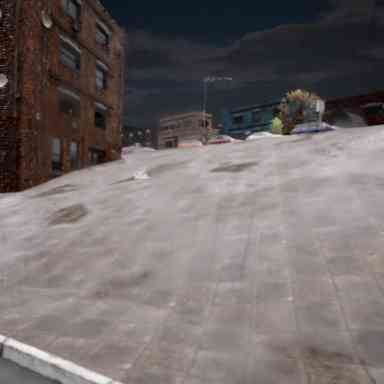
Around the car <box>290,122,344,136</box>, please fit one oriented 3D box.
[{"bbox_3d":[10.374,-4.931,27.345,2.185,1.767,4.553,1,2,-38],"label":"car"}]

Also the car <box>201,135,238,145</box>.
[{"bbox_3d":[3.558,-5.349,36.184,2.185,1.767,4.553,1,2,-38],"label":"car"}]

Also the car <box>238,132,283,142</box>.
[{"bbox_3d":[7.017,-4.971,31.696,2.002,1.452,4.674,1,2,-38],"label":"car"}]

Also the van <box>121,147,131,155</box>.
[{"bbox_3d":[-9.827,-6.230,53.540,1.878,1.987,4.442,1,2,-38],"label":"van"}]

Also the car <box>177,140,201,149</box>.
[{"bbox_3d":[0.189,-5.551,40.552,2.185,1.767,4.553,1,2,-38],"label":"car"}]

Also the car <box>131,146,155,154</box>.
[{"bbox_3d":[-6.539,-5.818,49.273,2.231,1.521,4.892,1,2,-38],"label":"car"}]
